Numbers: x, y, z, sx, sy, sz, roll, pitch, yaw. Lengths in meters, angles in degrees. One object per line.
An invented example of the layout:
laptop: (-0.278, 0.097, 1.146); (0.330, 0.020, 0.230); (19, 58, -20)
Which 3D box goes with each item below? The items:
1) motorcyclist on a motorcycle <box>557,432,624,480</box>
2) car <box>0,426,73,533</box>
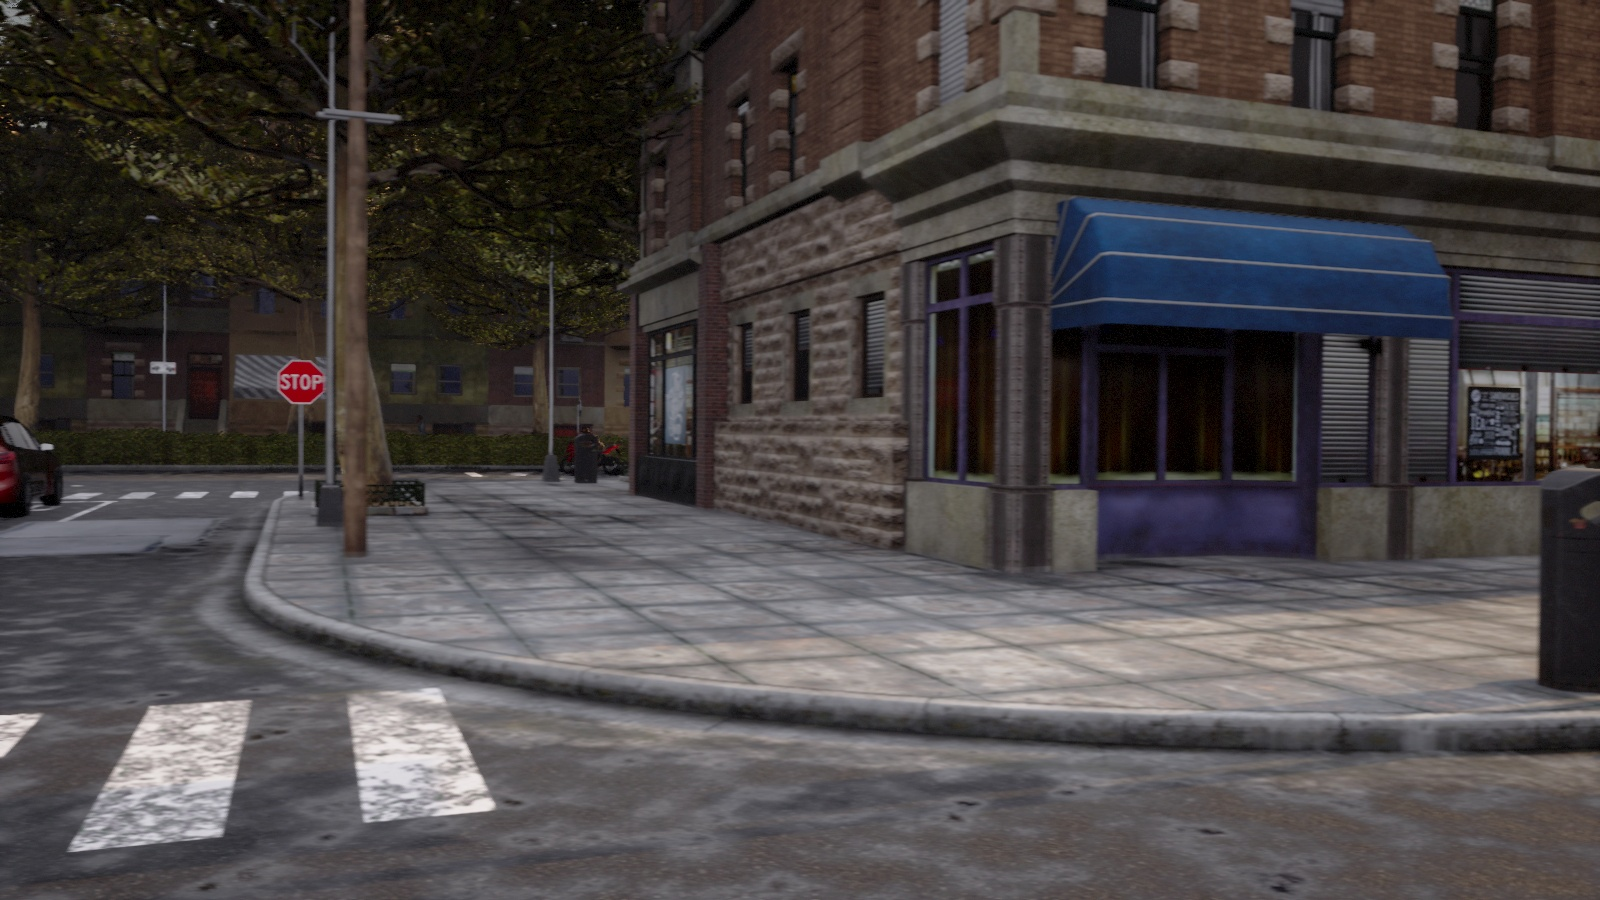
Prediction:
motorcyclist on a motorcycle: (-6.897, 0.176, 41.290); (2.044, 1.523, 0.797); (-1, 1, -21)
car: (-14.034, 0.450, 21.362); (2.242, 1.667, 4.611); (-1, 1, -22)
